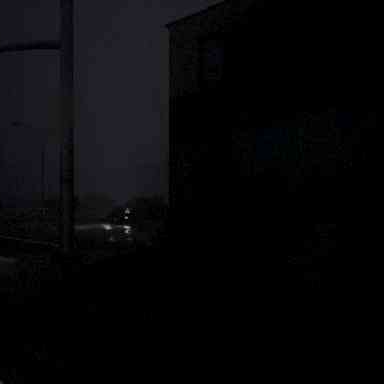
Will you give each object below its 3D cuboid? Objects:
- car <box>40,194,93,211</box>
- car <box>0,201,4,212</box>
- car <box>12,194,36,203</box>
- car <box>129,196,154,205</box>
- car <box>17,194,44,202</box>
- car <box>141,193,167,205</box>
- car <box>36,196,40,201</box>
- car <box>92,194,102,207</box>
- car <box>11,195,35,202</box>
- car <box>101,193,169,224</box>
[{"bbox_3d":[-13.332,1.313,35.560,2.007,1.523,4.514,0,0,35],"label":"car"},{"bbox_3d":[-20.409,1.247,31.952,1.970,1.475,3.806,0,0,35],"label":"car"},{"bbox_3d":[-30.994,1.335,61.401,1.845,1.501,3.633,0,0,35],"label":"car"},{"bbox_3d":[-8.266,1.376,54.664,1.970,1.475,3.806,0,0,35],"label":"car"},{"bbox_3d":[-36.174,1.345,74.530,2.152,1.636,5.027,0,0,35],"label":"car"},{"bbox_3d":[-5.916,1.092,52.234,1.905,1.878,3.866,0,0,35],"label":"car"},{"bbox_3d":[-22.886,1.313,55.559,2.007,1.523,4.514,0,0,35],"label":"car"},{"bbox_3d":[-13.163,1.112,47.741,1.932,1.855,4.605,0,0,35],"label":"car"},{"bbox_3d":[-38.758,1.354,76.311,2.007,1.523,4.514,0,0,35],"label":"car"},{"bbox_3d":[-3.552,1.178,22.907,2.097,1.767,4.553,0,0,36],"label":"car"}]
